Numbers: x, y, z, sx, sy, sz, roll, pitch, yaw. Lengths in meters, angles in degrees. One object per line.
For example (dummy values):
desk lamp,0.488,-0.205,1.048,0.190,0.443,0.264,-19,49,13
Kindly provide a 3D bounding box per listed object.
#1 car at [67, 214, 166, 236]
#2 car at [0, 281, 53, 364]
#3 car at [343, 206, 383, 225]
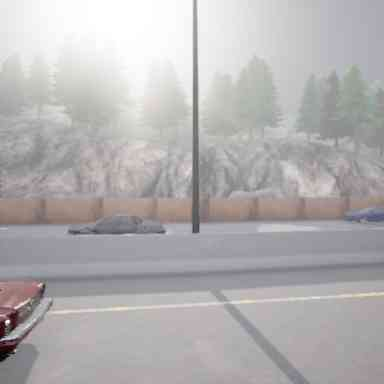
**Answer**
car,-4.200,1.975,18.949,5.357,1.411,2.033,0,-1,-9
car,-4.527,1.722,4.530,4.718,1.301,1.895,0,-1,-9
car,16.037,2.058,29.820,5.008,1.535,1.882,0,-1,-13
